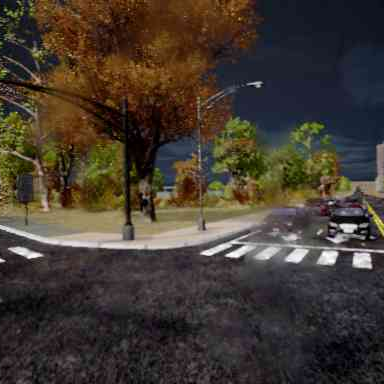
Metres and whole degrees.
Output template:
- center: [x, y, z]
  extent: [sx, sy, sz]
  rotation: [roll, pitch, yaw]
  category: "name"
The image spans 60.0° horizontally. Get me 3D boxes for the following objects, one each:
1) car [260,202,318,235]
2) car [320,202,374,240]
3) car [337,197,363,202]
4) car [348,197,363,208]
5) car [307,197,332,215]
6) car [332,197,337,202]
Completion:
- center: [5.658, 1.553, 19.455]
  extent: [2.033, 1.411, 5.357]
  rotation: [-1, 0, 30]
  category: "car"
- center: [8.073, 1.464, 17.069]
  extent: [2.128, 1.511, 4.902]
  rotation: [-1, 0, 26]
  category: "car"
- center: [14.883, 1.305, 30.711]
  extent: [2.097, 1.767, 4.553]
  rotation: [-1, 0, 27]
  category: "car"
- center: [23.995, 1.454, 48.787]
  extent: [1.837, 1.490, 4.892]
  rotation: [-1, -1, 27]
  category: "car"
- center: [11.878, 1.340, 31.969]
  extent: [2.097, 1.767, 4.553]
  rotation: [-1, 0, 26]
  category: "car"
- center: [21.088, 1.462, 50.239]
  extent: [2.128, 1.511, 4.902]
  rotation: [-1, 0, 27]
  category: "car"
